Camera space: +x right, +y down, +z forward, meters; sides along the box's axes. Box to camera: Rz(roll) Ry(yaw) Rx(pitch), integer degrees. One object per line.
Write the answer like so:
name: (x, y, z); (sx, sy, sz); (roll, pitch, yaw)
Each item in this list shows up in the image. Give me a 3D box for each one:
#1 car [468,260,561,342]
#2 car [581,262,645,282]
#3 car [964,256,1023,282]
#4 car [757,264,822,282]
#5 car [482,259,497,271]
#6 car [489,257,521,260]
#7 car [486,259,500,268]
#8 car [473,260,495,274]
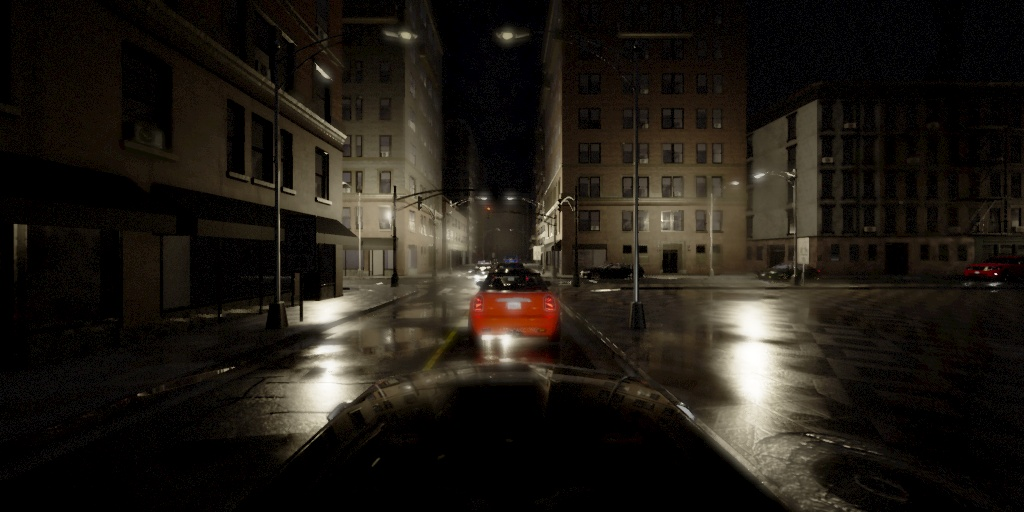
car: (0.058, 1.102, 9.904); (2.097, 1.767, 4.553); (0, 0, 0)
car: (7.987, 1.242, 28.521); (4.902, 1.511, 2.128); (0, 0, -1)
car: (40.040, 0.980, 28.779); (5.566, 2.045, 2.150); (0, 0, -1)
car: (22.088, 1.318, 28.646); (4.181, 1.385, 1.994); (0, 0, 0)
car: (-3.179, 1.252, 51.470); (1.837, 1.490, 4.892); (0, 0, 0)
car: (-0.161, 1.101, 18.824); (2.097, 1.767, 4.553); (0, 0, -3)
car: (-3.199, 1.295, 61.741); (2.033, 1.411, 5.357); (0, 0, 0)
car: (-3.174, 1.239, 41.222); (2.128, 1.511, 4.902); (0, 0, 0)
